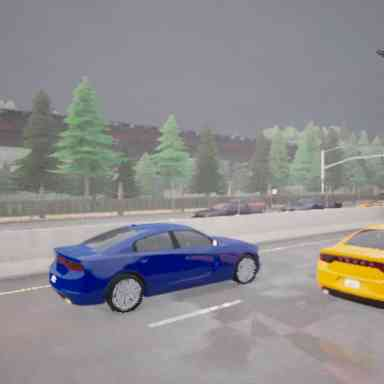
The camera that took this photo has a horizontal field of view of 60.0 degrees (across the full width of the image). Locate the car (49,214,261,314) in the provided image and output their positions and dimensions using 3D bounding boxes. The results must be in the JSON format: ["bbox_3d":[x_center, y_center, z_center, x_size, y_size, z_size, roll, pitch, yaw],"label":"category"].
[{"bbox_3d":[-0.562,1.445,7.645,5.008,1.535,1.882,-1,0,-35],"label":"car"}]

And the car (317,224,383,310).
[{"bbox_3d":[4.762,1.411,7.145,5.008,1.535,1.882,0,0,-36],"label":"car"}]

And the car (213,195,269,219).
[{"bbox_3d":[4.201,1.198,28.364,4.553,1.767,2.097,-1,0,-36],"label":"car"}]
